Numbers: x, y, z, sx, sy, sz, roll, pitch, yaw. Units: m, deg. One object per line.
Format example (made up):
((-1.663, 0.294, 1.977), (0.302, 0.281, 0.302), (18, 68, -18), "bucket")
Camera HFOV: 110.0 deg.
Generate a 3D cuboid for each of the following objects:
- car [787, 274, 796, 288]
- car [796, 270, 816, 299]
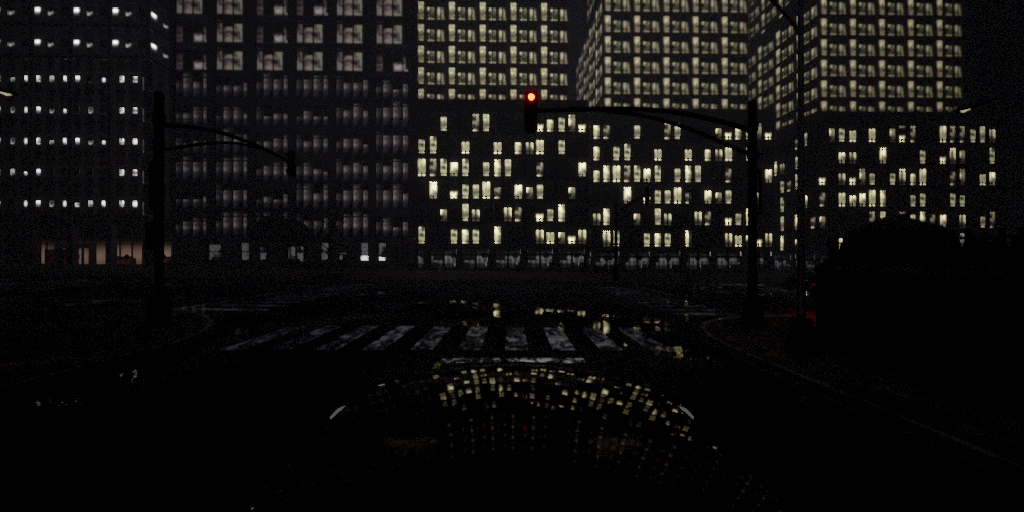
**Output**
((21.584, 1.515, 24.421), (5.008, 1.535, 1.882), (1, 0, -1), "car")
((14.800, 1.425, 14.399), (4.902, 1.511, 2.128), (1, 0, -1), "car")
